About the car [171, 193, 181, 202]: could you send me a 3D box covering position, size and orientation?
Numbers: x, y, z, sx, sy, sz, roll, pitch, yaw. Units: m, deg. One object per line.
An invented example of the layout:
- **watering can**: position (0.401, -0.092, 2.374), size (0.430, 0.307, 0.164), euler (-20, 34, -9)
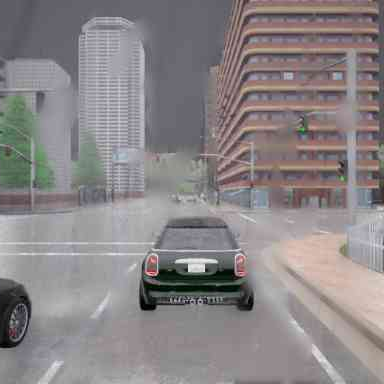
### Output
- **car**: position (-3.643, 1.219, 76.086), size (2.150, 2.045, 5.566), euler (0, 0, 0)

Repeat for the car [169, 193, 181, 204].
- **car**: position (-3.525, 1.491, 66.085), size (2.128, 1.511, 4.902), euler (0, 0, 0)

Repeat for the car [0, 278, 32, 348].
- **car**: position (-3.431, 1.526, 3.317), size (1.812, 1.442, 4.674), euler (0, 0, 0)

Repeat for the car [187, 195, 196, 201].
- **car**: position (-0.161, 1.506, 85.343), size (2.128, 1.511, 4.902), euler (0, 0, 0)

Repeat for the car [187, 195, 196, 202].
- **car**: position (-0.144, 1.518, 76.344), size (1.812, 1.442, 4.674), euler (0, 0, 0)

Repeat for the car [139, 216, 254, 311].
- **car**: position (0.098, 1.352, 7.936), size (2.097, 1.767, 4.553), euler (0, 0, 1)
